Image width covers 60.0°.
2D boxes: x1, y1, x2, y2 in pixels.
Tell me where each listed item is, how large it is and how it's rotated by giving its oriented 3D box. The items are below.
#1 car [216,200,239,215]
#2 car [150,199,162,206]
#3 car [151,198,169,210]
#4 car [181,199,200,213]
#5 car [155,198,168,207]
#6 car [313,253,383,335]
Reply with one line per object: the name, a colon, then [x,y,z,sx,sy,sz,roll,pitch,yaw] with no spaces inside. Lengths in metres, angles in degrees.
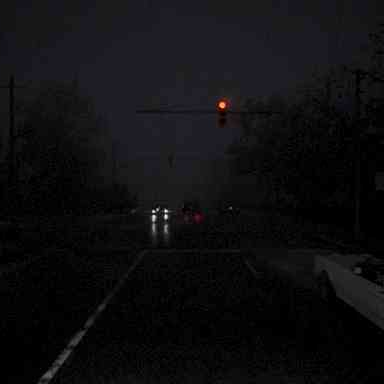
car: [3.481,1.529,32.925,2.033,1.411,5.357,0,0,-1]
car: [-7.444,2.069,69.177,1.994,1.385,4.181,0,-1,-13]
car: [-4.075,1.565,42.810,1.812,1.442,4.674,0,-1,-3]
car: [-0.132,1.488,37.287,2.128,1.511,4.902,0,0,-2]
car: [-5.073,1.768,54.801,1.994,1.385,4.181,0,-1,-7]
car: [3.595,1.597,5.234,1.895,1.301,4.718,0,0,0]
